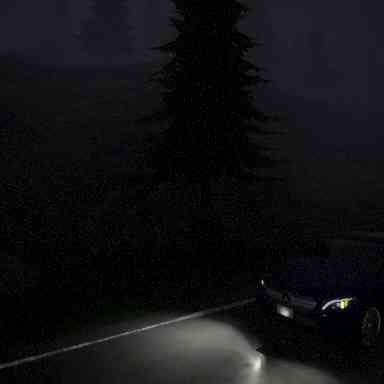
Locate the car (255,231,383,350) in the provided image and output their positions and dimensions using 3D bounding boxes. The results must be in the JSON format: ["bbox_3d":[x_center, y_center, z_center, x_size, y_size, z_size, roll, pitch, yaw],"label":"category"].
[{"bbox_3d":[3.286,1.526,6.352,4.674,1.442,1.812,0,0,-36],"label":"car"}]
